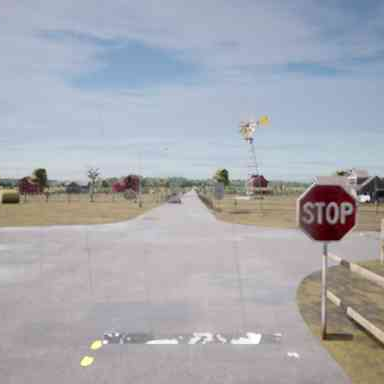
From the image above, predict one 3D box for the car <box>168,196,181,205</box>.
[{"bbox_3d":[-2.735,1.327,53.774,1.994,1.385,4.181,0,1,0],"label":"car"}]
